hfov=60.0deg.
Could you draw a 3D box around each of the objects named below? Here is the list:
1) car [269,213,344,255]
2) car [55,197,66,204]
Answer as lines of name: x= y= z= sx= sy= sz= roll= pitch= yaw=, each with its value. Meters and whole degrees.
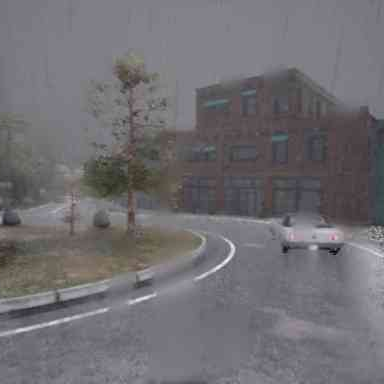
car: x=4.176 y=1.470 z=12.827 sx=1.895 sy=1.301 sz=4.718 roll=1 pitch=0 yaw=7
car: x=-24.770 y=1.505 z=62.963 sx=1.895 sy=1.301 sz=4.718 roll=0 pitch=0 yaw=-16
